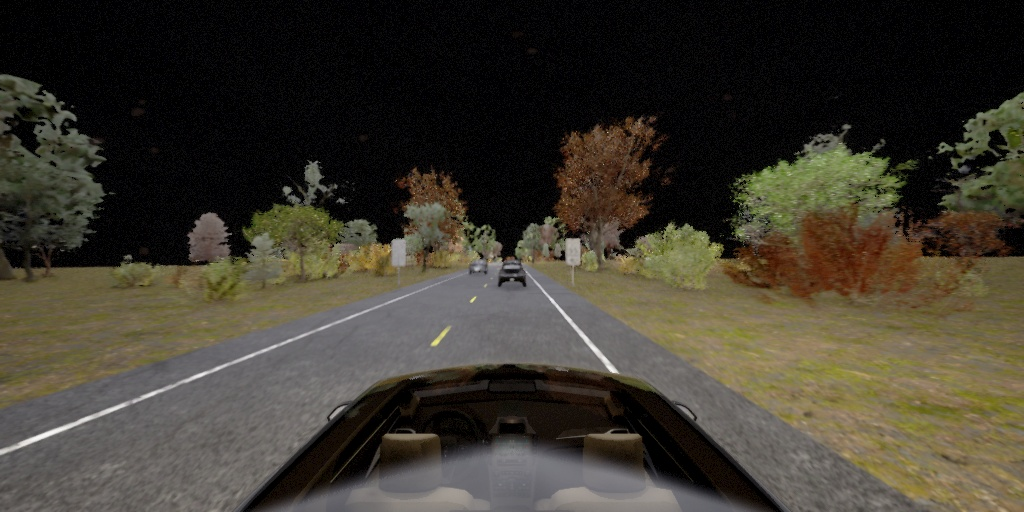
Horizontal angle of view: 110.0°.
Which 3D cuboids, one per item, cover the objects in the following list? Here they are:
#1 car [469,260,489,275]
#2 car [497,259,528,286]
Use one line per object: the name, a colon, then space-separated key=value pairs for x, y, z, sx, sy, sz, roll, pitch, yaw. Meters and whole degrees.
car: x=-3.503 y=1.183 z=38.431 sx=2.128 sy=1.511 sz=4.902 roll=0 pitch=0 yaw=0
car: x=0.017 y=1.194 z=24.278 sx=1.837 sy=1.490 sz=4.892 roll=0 pitch=0 yaw=0
